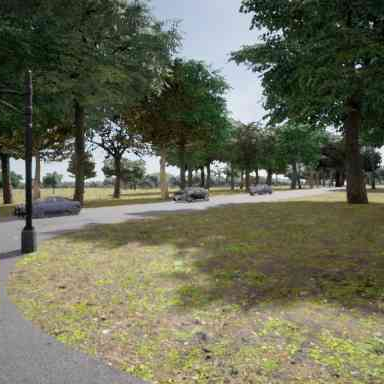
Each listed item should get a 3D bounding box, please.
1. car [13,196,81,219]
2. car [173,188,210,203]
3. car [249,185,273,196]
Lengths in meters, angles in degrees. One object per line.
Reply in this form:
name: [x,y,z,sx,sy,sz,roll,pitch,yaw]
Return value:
car: [-9.723,0.998,22.499,1.994,1.385,4.181,0,2,41]
car: [-0.004,0.309,34.694,2.128,1.511,4.902,-1,2,38]
car: [9.820,-0.301,47.396,2.128,1.511,4.902,-1,2,38]
